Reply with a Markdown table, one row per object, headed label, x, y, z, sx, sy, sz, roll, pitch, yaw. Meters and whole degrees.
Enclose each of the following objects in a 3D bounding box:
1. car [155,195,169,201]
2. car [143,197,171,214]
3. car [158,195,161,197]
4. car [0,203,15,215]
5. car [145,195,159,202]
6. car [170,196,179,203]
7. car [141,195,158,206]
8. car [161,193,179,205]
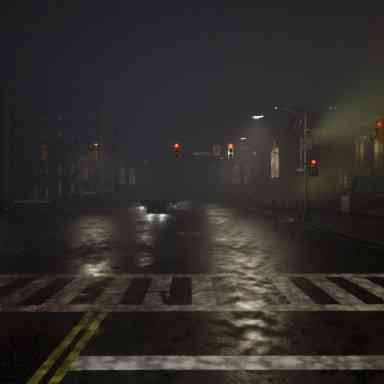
| label | x | y | z | sx | sy | sz | roll | pitch | yaw |
| --- | --- | --- | --- | --- | --- | --- | --- | --- | --- |
| car | -7.717 | 1.535 | 85.105 | 2.033 | 1.411 | 5.357 | 0 | 0 | -25 |
| car | -3.631 | 1.564 | 35.038 | 1.994 | 1.385 | 4.181 | 0 | 0 | 0 |
| car | -7.137 | 1.506 | 68.963 | 1.837 | 1.490 | 4.892 | 0 | 0 | 0 |
| car | -19.877 | 1.547 | 31.631 | 5.357 | 1.411 | 2.033 | 0 | 0 | -6 |
| car | -9.827 | 1.540 | 81.367 | 2.033 | 1.411 | 5.357 | 0 | 0 | -21 |
| car | -3.697 | 1.524 | 70.550 | 1.812 | 1.442 | 4.674 | 0 | 0 | -3 |
| car | -7.152 | 1.601 | 54.250 | 1.895 | 1.301 | 4.718 | 0 | 0 | 0 |
| car | -3.660 | 1.223 | 57.520 | 2.150 | 2.045 | 5.566 | 0 | 0 | 0 |
